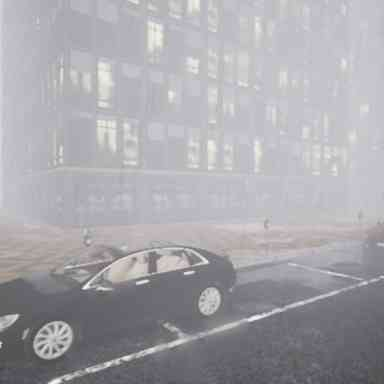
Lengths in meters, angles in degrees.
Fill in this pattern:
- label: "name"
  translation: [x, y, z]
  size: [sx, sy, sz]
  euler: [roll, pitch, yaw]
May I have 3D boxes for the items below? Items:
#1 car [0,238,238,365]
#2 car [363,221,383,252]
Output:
- label: "car"
  translation: [-1.170, 1.542, 5.721]
  size: [4.403, 1.369, 2.008]
  euler: [0, 0, -36]
- label: "car"
  translation: [8.098, 1.494, 12.333]
  size: [4.507, 1.381, 1.887]
  euler: [0, 0, -36]
